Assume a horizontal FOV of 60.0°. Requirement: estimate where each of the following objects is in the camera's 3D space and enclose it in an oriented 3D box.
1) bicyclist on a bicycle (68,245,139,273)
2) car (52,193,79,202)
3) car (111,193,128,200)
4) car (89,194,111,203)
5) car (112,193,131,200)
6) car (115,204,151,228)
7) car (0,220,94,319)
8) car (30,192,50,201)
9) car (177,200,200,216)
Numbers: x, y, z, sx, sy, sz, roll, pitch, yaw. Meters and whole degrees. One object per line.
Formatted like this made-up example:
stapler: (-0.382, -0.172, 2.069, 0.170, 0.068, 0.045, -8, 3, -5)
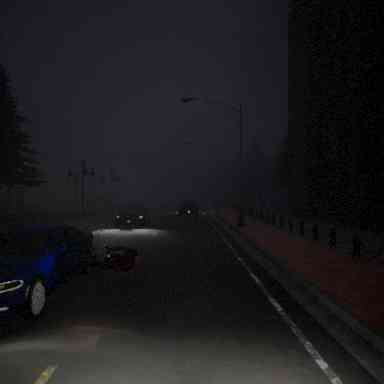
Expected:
bicyclist on a bicycle: (-1.957, 1.634, 7.963, 1.620, 0.582, 1.656, -14, -32, 17)
car: (-25.714, 1.399, 67.885, 3.806, 1.475, 1.970, 0, 0, -1)
car: (-18.821, 1.092, 86.490, 3.866, 1.878, 1.905, 0, 0, -1)
car: (-18.253, 1.389, 65.007, 3.633, 1.501, 1.845, 0, 0, -1)
car: (-18.369, 1.112, 83.590, 4.605, 1.855, 1.932, 0, 0, -1)
car: (-3.881, 1.525, 22.530, 1.812, 1.442, 4.674, 0, 0, -1)
car: (-3.701, 1.476, 7.549, 1.882, 1.535, 5.008, 0, 0, -1)
car: (-36.868, 1.335, 79.727, 3.633, 1.501, 1.845, 0, 0, -1)
car: (-0.319, 1.504, 32.196, 1.837, 1.490, 4.892, 0, 0, -1)
